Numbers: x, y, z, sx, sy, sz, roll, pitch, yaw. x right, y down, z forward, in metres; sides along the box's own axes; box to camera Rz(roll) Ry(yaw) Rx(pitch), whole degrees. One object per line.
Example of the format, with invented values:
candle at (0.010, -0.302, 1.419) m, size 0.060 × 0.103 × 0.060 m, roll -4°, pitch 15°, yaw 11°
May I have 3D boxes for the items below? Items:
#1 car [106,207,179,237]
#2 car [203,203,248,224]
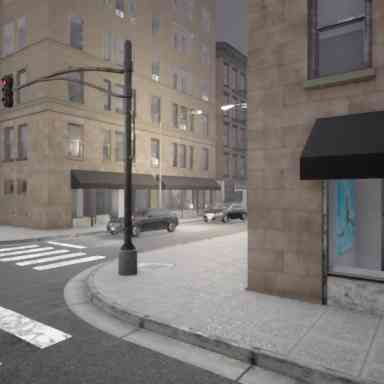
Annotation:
car at (-2.626, 1.619, 18.841) m, size 1.812 × 1.442 × 4.674 m, roll 0°, pitch 0°, yaw 37°
car at (2.719, 1.640, 26.366) m, size 2.128 × 1.511 × 4.902 m, roll 0°, pitch 0°, yaw 35°
